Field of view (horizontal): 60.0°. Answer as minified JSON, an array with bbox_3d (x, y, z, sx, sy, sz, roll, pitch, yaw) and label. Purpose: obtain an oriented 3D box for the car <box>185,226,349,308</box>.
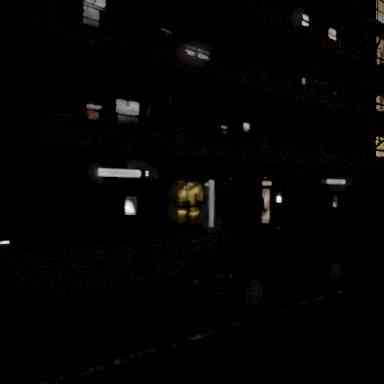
[{"bbox_3d":[1.911,1.544,7.916,4.507,1.381,1.887,0,0,-35],"label":"car"}]
